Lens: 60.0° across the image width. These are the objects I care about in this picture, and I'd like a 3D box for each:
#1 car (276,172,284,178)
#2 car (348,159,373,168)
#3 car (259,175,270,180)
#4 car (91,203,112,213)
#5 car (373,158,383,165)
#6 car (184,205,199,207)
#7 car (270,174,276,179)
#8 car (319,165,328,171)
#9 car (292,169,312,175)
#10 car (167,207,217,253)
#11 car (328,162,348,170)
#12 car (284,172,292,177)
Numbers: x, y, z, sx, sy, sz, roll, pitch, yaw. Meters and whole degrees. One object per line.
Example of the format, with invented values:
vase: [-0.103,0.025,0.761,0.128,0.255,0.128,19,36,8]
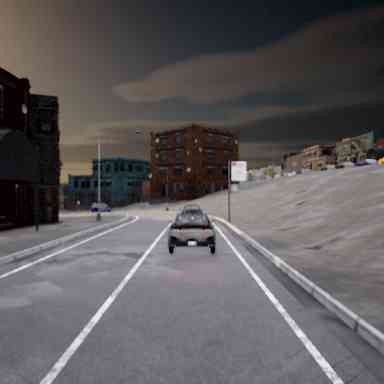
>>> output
car: [21.258,-3.711,74.787,2.185,1.767,4.553,0,0,-1]
car: [22.098,-3.427,41.620,2.002,1.452,4.674,0,0,-2]
car: [20.899,-3.596,91.321,2.231,1.521,4.892,0,0,-1]
car: [-17.960,3.185,65.794,2.150,2.045,5.566,0,-3,-40]
car: [22.450,-3.418,36.083,2.097,1.535,5.008,0,1,-4]
car: [-0.032,1.890,29.300,1.837,1.490,4.892,0,-1,-2]
car: [21.138,-3.719,80.306,2.185,1.767,4.553,0,0,-1]
car: [21.737,-3.536,52.681,2.231,1.521,4.892,0,0,-1]
car: [21.500,-3.688,63.620,2.185,1.767,4.553,0,0,-1]
car: [0.007,1.629,14.241,2.128,1.511,4.902,0,-1,0]
car: [21.865,-3.510,47.163,2.231,1.521,4.892,0,0,-1]
car: [21.381,-3.534,69.112,2.002,1.452,4.674,0,0,-1]
